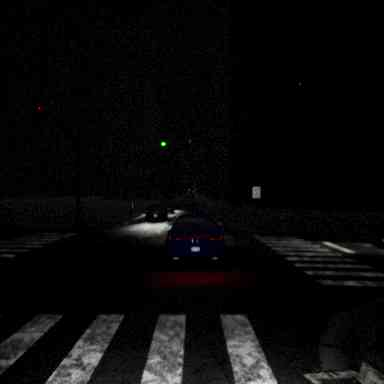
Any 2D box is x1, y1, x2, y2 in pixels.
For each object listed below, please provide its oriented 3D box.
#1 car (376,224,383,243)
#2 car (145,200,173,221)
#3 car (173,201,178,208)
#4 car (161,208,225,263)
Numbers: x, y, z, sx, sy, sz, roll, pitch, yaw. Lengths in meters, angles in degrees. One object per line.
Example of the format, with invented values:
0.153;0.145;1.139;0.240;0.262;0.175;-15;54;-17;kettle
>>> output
10.965;1.649;15.133;4.553;1.767;2.097;1;0;0;car
-3.083;1.706;29.741;2.128;1.511;4.902;0;0;-2;car
-3.055;1.793;39.979;1.837;1.490;4.892;0;0;0;car
0.108;1.567;12.349;1.882;1.535;5.008;0;0;0;car
